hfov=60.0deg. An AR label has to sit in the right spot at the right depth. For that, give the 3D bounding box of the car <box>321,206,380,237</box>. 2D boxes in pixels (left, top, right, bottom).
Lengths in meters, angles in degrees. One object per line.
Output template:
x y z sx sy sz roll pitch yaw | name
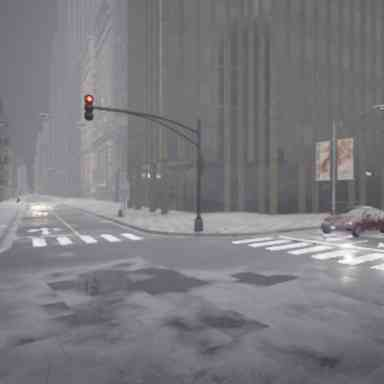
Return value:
8.967 1.512 18.054 4.674 1.442 1.812 0 0 -35 | car

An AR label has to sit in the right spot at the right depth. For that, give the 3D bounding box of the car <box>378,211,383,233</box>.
10.844 1.587 15.395 4.718 1.301 1.895 0 0 -36 | car
